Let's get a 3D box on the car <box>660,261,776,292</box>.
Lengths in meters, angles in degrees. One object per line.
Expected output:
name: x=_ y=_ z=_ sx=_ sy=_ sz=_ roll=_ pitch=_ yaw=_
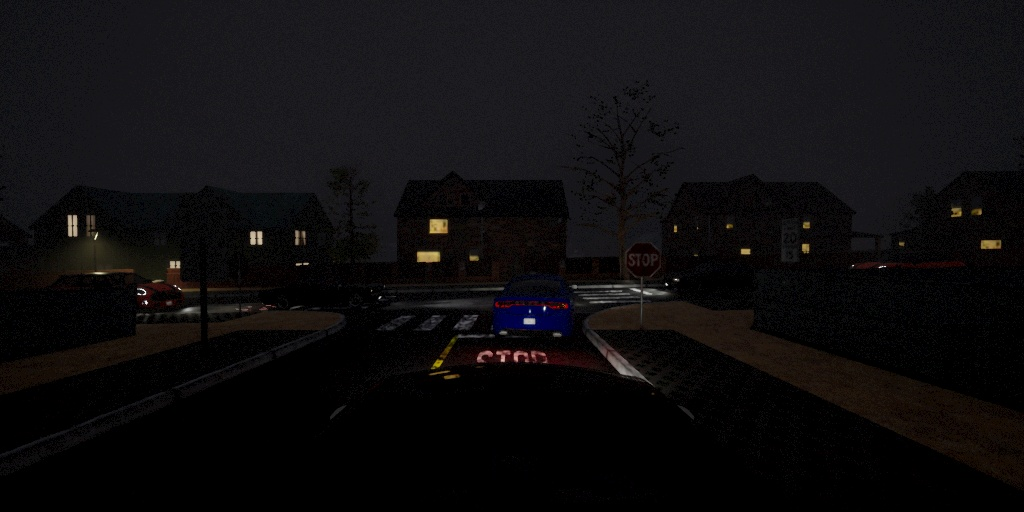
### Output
car: x=10.446 y=0.980 z=18.139 sx=5.357 sy=1.411 sz=2.033 roll=-1 pitch=1 yaw=-1

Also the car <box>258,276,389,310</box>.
car: x=-7.812 y=1.506 z=15.210 sx=4.718 sy=1.301 sz=1.895 roll=-1 pitch=1 yaw=0

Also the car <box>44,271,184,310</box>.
car: x=-16.800 y=1.471 z=15.202 sx=4.553 sy=1.767 sz=2.097 roll=-1 pitch=1 yaw=0

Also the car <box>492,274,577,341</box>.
car: x=0.786 y=1.226 z=10.003 sx=1.882 sy=1.535 sz=5.008 roll=0 pitch=0 yaw=10

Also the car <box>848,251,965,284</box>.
car: x=19.815 y=0.563 z=18.169 sx=4.553 sy=1.767 sz=2.097 roll=-1 pitch=1 yaw=0
